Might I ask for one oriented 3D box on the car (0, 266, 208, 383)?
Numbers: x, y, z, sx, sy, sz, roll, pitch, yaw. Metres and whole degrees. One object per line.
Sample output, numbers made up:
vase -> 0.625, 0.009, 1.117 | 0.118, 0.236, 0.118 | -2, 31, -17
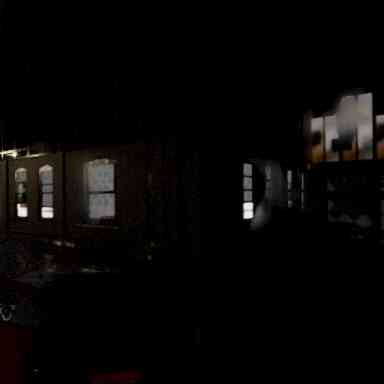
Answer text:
car -> -1.776, 1.615, 4.145 | 4.206, 1.307, 1.802 | -1, -1, 35
